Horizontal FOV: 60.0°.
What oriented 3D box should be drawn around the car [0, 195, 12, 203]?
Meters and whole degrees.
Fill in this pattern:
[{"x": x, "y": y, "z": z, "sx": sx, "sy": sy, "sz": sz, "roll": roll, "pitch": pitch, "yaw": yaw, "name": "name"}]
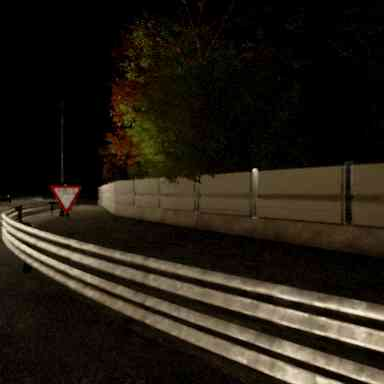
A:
[{"x": -36.807, "y": 1.430, "z": 65.736, "sx": 2.128, "sy": 1.511, "sz": 4.902, "roll": 0, "pitch": 0, "yaw": -28, "name": "car"}]
